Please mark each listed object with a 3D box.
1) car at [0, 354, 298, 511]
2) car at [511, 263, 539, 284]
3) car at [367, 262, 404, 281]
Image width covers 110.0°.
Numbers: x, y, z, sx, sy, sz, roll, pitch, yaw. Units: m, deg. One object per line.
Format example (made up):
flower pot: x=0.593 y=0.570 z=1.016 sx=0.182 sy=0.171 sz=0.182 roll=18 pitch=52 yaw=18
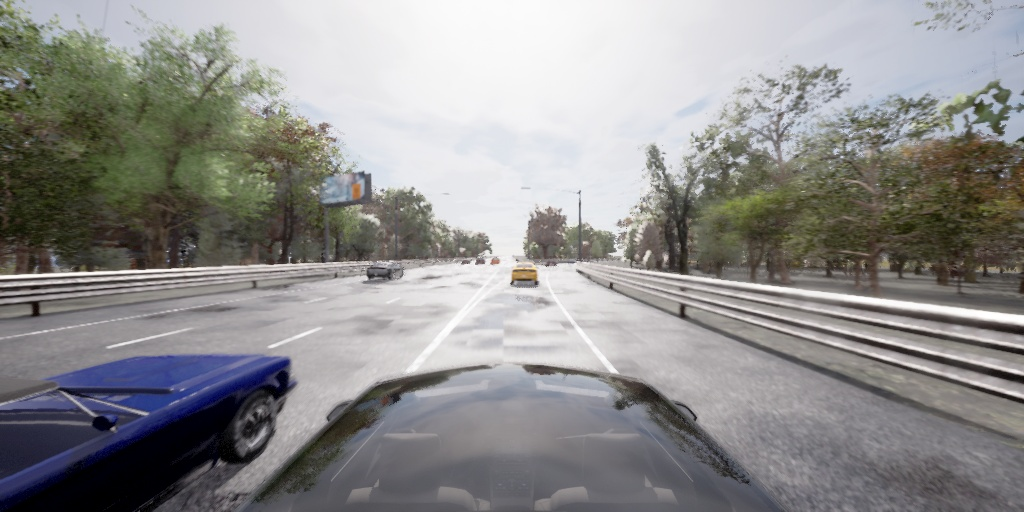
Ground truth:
car: x=-3.409 y=1.347 z=2.010 sx=1.895 sy=1.301 sz=4.718 roll=0 pitch=0 yaw=0
car: x=1.009 y=1.229 z=27.019 sx=1.882 sy=1.535 sz=5.008 roll=0 pitch=0 yaw=5
car: x=-10.528 y=1.232 z=30.136 sx=2.128 sy=1.511 sz=4.902 roll=0 pitch=0 yaw=0
